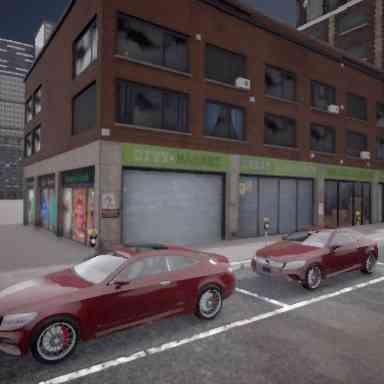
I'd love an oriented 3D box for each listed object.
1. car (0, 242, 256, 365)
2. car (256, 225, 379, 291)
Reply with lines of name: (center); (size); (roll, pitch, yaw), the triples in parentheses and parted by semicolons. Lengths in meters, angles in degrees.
car: (-1.083, 1.581, 5.774); (4.206, 1.307, 1.802); (0, 1, -35)
car: (3.453, 1.582, 9.010); (4.206, 1.307, 1.802); (0, 1, -35)
